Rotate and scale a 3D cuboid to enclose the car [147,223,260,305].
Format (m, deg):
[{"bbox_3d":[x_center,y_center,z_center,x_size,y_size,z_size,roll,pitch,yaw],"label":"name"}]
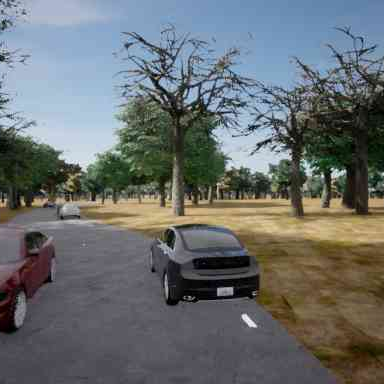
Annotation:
[{"bbox_3d":[0.055,1.539,8.273,1.837,1.490,4.892,0,0,-13],"label":"car"}]

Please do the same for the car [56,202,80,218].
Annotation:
[{"bbox_3d":[-12.705,1.970,34.430,1.812,1.442,4.674,0,-1,-26],"label":"car"}]

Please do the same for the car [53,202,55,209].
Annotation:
[{"bbox_3d":[-16.781,2.095,43.848,2.128,1.511,4.902,0,-1,-23],"label":"car"}]

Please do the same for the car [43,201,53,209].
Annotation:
[{"bbox_3d":[-26.741,2.454,62.322,2.033,1.411,5.357,0,-1,-17],"label":"car"}]

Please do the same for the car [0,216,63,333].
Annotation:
[{"bbox_3d":[-4.085,1.504,6.815,1.882,1.535,5.008,0,-1,-13],"label":"car"}]
